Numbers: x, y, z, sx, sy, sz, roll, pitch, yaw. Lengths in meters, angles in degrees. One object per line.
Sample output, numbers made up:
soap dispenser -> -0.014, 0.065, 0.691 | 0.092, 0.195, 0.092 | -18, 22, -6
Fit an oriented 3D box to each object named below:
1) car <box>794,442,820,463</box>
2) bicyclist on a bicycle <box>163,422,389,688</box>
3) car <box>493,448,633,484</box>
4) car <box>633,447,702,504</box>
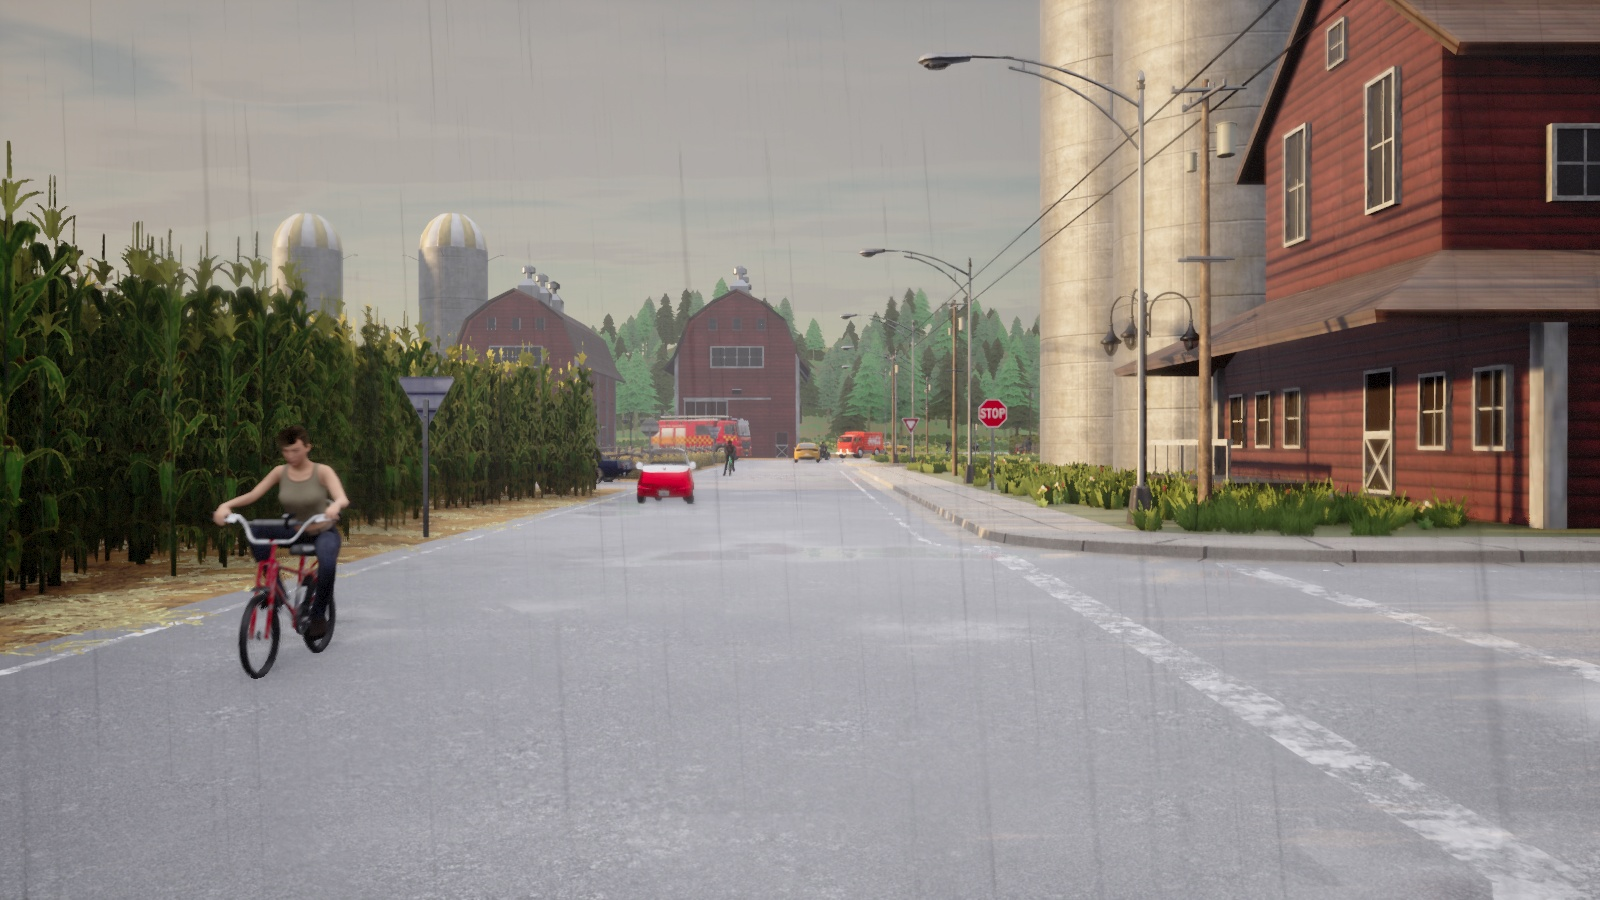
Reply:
car -> 0.535, 0.185, 95.581 | 1.882, 1.535, 5.008 | 0, 0, 0
bicyclist on a bicycle -> -3.433, 0.633, 8.383 | 0.866, 1.612, 1.509 | 0, 0, 1
car -> -8.692, 0.579, 46.304 | 4.718, 1.301, 1.895 | 0, 0, 7
car -> -3.307, 0.620, 31.662 | 1.481, 1.376, 2.207 | 0, 0, 0
